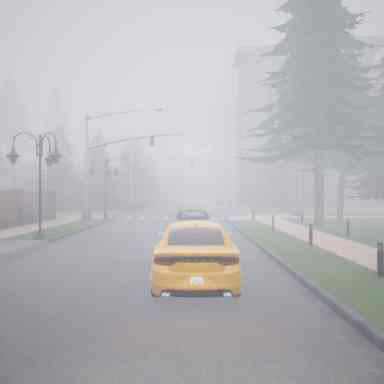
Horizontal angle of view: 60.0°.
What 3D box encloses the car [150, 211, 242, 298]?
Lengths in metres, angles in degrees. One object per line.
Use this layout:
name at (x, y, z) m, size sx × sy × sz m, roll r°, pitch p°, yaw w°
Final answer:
car at (0.082, 1.477, 8.596) m, size 1.882 × 1.535 × 5.008 m, roll 0°, pitch 0°, yaw 0°
